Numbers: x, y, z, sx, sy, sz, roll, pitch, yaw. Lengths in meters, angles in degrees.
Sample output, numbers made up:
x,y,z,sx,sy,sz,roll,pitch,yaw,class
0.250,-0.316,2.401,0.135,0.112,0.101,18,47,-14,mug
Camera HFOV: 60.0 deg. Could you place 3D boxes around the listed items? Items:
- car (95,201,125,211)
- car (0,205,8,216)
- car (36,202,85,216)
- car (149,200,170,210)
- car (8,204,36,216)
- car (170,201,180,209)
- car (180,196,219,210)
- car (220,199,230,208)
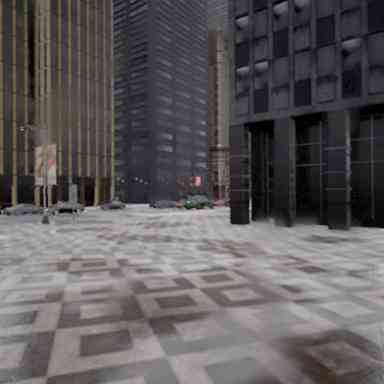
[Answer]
x,y,z,sx,sy,sz,roll,pitch,yaw,class
-11.719,2.002,48.040,1.812,1.442,4.674,-1,-1,36,car
-20.491,1.637,30.497,2.150,2.045,5.566,-1,-1,36,car
-14.746,1.921,38.381,2.128,1.511,4.902,-1,0,36,car
-4.445,2.004,52.463,2.033,1.411,5.357,-1,-1,36,car
-19.099,2.021,37.925,1.994,1.385,4.181,-1,0,35,car
-0.558,1.974,52.086,2.033,1.411,5.357,-1,-1,36,car
1.124,1.613,48.907,2.150,2.045,5.566,-1,-1,37,car
7.371,1.915,57.549,1.837,1.490,4.892,-1,-1,36,car
